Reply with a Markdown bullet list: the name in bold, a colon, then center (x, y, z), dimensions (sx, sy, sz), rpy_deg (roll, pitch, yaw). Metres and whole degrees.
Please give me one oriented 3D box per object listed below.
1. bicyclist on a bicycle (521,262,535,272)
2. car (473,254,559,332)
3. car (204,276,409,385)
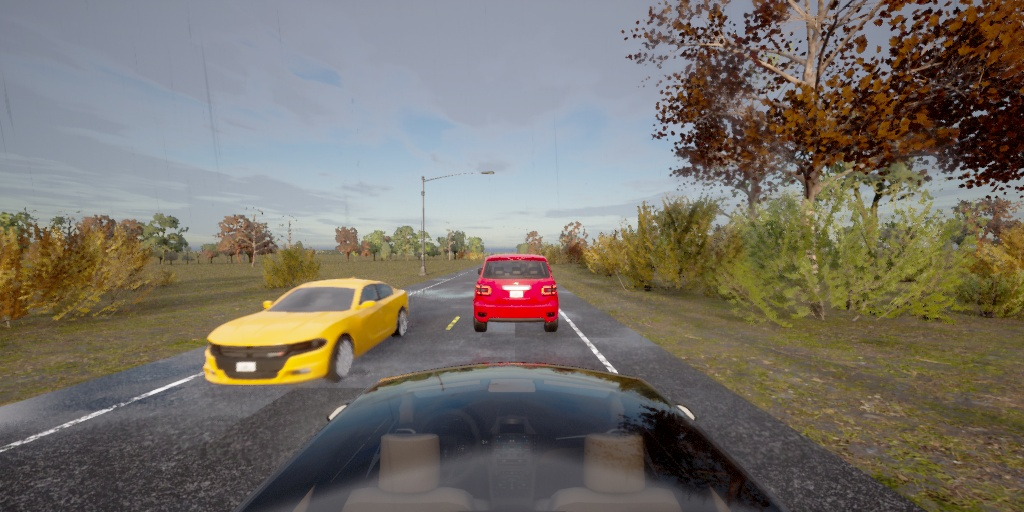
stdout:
- **bicyclist on a bicycle**: center (0.945, 1.114, 18.658), dimensions (0.659, 1.776, 1.843), rpy_deg (0, 0, 0)
- **car**: center (0.093, 0.968, 10.952), dimensions (2.150, 2.045, 5.566), rpy_deg (0, 0, 0)
- **car**: center (-3.603, 1.226, 7.355), dimensions (1.882, 1.535, 5.008), rpy_deg (0, 0, 0)
